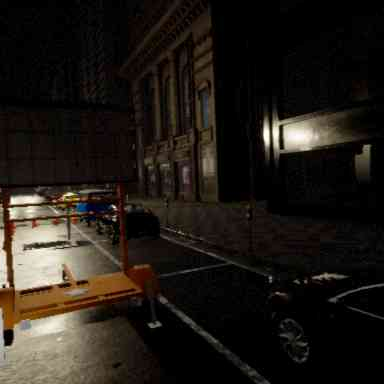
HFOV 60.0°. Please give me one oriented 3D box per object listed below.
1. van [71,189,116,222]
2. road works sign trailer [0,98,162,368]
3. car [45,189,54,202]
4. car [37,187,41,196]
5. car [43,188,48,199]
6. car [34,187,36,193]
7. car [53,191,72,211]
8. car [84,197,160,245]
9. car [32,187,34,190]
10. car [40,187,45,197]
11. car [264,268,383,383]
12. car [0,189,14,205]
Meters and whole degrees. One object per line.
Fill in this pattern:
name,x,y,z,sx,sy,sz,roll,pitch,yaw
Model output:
van,-5.182,0.767,17.942,1.690,1.788,3.998,-4,3,-27
road works sign trailer,-2.148,0.284,5.733,2.380,3.560,2.880,-4,3,-27
car,-15.323,0.589,38.001,1.802,1.307,4.206,-4,3,-27
car,-25.475,0.161,58.048,1.947,1.339,4.313,-4,3,-27
car,-17.861,0.484,43.012,1.802,1.307,4.206,-4,3,-27
car,-30.556,-0.167,68.066,1.967,1.590,4.097,-4,3,-27
car,-10.326,0.738,28.126,1.752,1.417,4.829,-4,3,-27
car,-2.635,1.081,12.940,2.008,1.369,4.403,-4,3,-27
car,-35.637,-0.495,78.085,2.192,1.841,5.009,-4,3,-27
car,-20.478,0.321,48.173,1.752,1.417,4.829,-4,3,-27
car,2.441,1.293,2.916,2.008,1.369,4.403,-4,3,-27
car,-21.520,0.785,37.374,1.882,1.535,5.008,-4,2,-26
